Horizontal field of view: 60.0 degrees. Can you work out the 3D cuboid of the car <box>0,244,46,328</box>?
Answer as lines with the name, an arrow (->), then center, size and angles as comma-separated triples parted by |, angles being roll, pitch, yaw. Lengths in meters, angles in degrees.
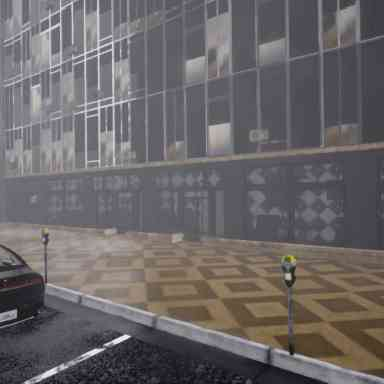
car -> -4.424, 1.553, 6.062 | 4.403, 1.369, 2.008 | 0, -1, 36
